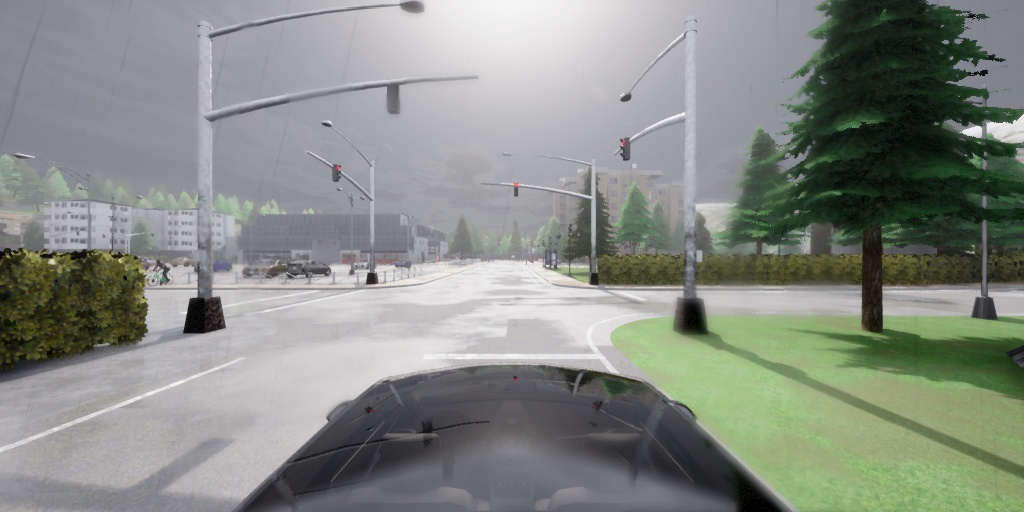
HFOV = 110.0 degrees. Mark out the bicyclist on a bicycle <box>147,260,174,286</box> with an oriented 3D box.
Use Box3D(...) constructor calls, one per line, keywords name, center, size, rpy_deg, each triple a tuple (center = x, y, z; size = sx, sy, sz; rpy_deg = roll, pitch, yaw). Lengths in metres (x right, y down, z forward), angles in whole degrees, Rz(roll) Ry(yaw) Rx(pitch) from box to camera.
Box3D(name="bicyclist on a bicycle", center=(-21.761, 1.051, 22.213), size=(0.582, 1.620, 1.656), rpy_deg=(0, 0, 1))
